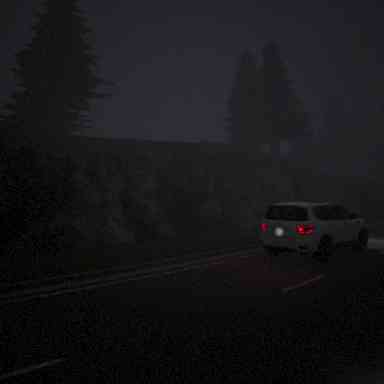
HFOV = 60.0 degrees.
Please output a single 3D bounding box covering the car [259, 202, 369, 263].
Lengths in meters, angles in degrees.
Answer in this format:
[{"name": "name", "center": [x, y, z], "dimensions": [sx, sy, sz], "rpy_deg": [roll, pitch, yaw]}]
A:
[{"name": "car", "center": [4.883, 1.397, 12.972], "dimensions": [5.566, 2.045, 2.150], "rpy_deg": [0, -1, -43]}]
